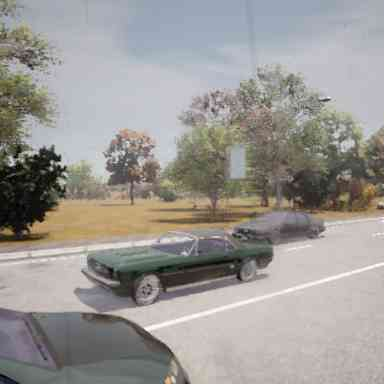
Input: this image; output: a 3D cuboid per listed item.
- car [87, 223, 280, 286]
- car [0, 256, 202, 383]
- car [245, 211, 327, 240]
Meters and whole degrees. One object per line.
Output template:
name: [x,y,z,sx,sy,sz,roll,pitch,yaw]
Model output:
car: [-0.179,1.633,8.261,4.718,1.301,1.895,0,0,-37]
car: [-2.023,1.569,2.389,4.181,1.385,1.994,0,0,-35]
car: [4.393,1.620,16.116,5.357,1.411,2.033,0,0,-38]
